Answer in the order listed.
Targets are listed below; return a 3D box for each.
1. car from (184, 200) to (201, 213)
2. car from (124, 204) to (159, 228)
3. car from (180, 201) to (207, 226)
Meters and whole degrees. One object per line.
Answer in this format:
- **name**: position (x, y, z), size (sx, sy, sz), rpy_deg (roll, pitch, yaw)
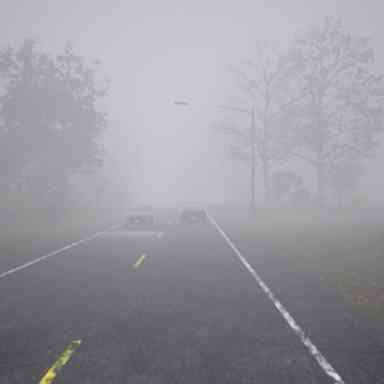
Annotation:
- **car**: position (0.103, 1.799, 41.770), size (1.994, 1.385, 4.181), rpy_deg (0, 0, 0)
- **car**: position (-3.499, 1.618, 23.701), size (1.882, 1.535, 5.008), rpy_deg (0, 0, 0)
- **car**: position (0.100, 1.625, 24.907), size (1.882, 1.535, 5.008), rpy_deg (0, 0, 0)
